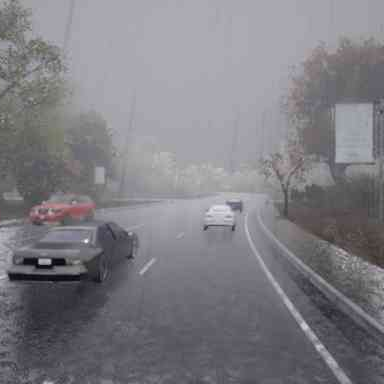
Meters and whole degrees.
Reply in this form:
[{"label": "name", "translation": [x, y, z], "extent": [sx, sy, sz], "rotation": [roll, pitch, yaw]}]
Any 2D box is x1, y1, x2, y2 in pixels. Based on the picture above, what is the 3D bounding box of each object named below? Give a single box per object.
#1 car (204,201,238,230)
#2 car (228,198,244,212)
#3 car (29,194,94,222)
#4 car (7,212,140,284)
[{"label": "car", "translation": [1.821, 1.530, 21.008], "extent": [1.812, 1.442, 4.674], "rotation": [0, 0, 8]}, {"label": "car", "translation": [4.960, 1.473, 38.628], "extent": [1.882, 1.535, 5.008], "rotation": [0, 0, 12]}, {"label": "car", "translation": [-8.692, 1.190, 22.879], "extent": [2.150, 2.045, 5.566], "rotation": [0, 0, 8]}, {"label": "car", "translation": [-2.963, 1.536, 9.601], "extent": [2.033, 1.411, 5.357], "rotation": [0, 0, 4]}]
